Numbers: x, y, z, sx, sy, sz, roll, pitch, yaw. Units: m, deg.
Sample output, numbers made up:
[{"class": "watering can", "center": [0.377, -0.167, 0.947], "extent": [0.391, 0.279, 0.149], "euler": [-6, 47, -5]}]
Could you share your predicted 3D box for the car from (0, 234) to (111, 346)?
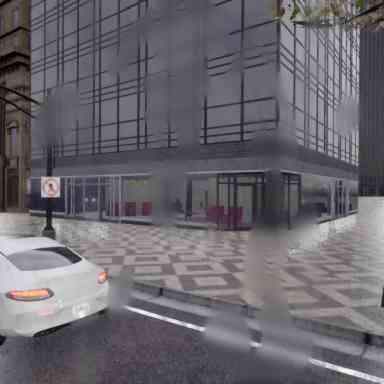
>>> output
[{"class": "car", "center": [-3.487, 1.524, 6.168], "extent": [4.674, 1.442, 1.812], "euler": [0, 0, 35]}]
